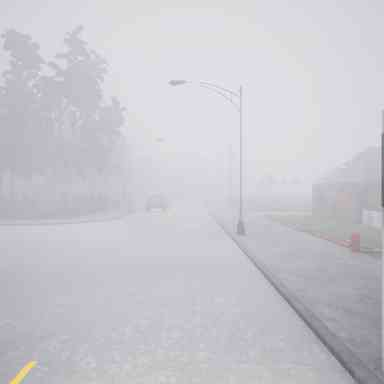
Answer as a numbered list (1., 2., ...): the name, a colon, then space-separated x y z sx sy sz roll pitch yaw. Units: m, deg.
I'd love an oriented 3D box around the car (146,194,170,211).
1. car: -4.248 1.221 40.369 2.150 2.045 5.566 0 0 0
